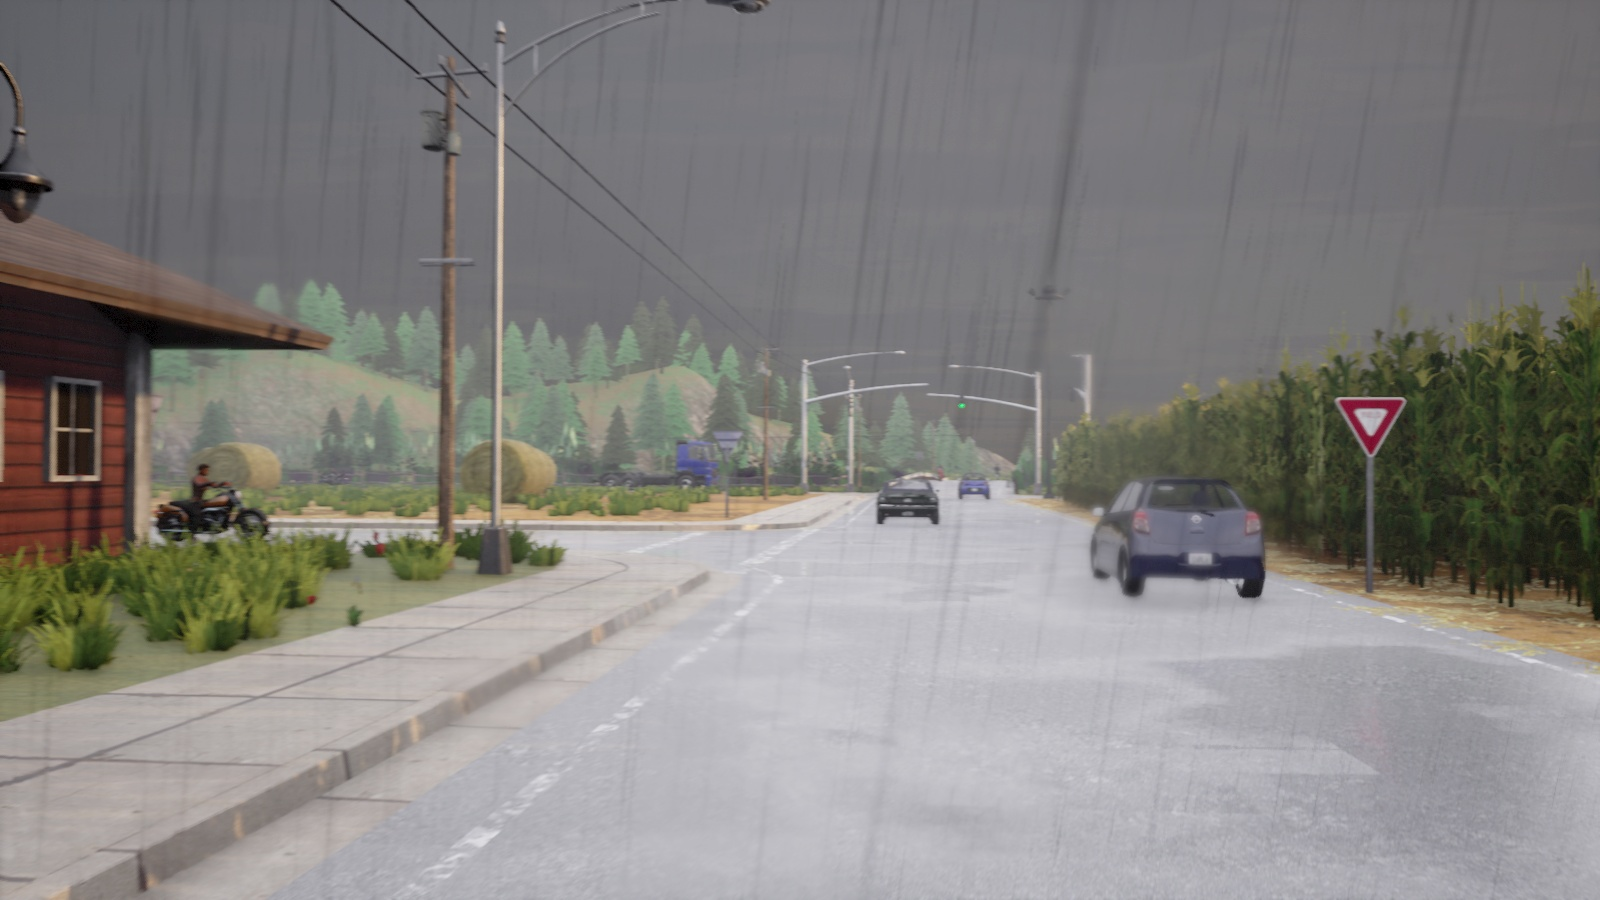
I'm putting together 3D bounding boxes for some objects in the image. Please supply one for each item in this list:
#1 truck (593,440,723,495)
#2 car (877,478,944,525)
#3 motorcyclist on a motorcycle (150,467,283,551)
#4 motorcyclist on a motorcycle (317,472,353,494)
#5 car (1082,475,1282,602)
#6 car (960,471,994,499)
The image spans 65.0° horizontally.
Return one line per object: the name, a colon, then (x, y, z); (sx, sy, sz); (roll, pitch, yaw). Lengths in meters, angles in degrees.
truck: (-9.208, 1.141, 81.804); (7.936, 3.462, 2.891); (0, -1, 8)
car: (3.357, 1.524, 38.083); (1.895, 1.301, 4.718); (0, -1, 5)
motorcyclist on a motorcycle: (-11.757, 1.172, 25.324); (2.350, 1.649, 0.766); (0, -1, 4)
motorcyclist on a motorcycle: (-32.841, 2.319, 88.690); (2.191, 1.530, 0.866); (0, -1, 8)
car: (4.961, 1.089, 16.808); (1.845, 1.501, 3.633); (0, -1, 5)
car: (9.960, 1.954, 70.905); (1.816, 1.474, 4.193); (0, -1, 7)
